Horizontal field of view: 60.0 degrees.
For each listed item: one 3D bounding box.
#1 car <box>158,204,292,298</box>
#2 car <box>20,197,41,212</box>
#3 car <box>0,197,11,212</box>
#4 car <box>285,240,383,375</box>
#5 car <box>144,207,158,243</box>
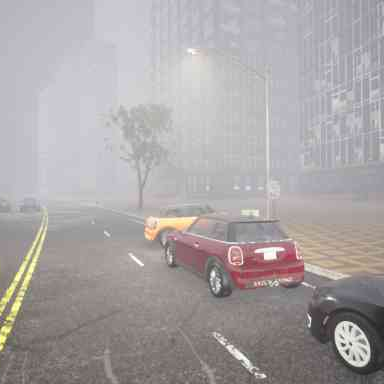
[{"bbox_3d":[0.821,1.355,8.916,2.097,1.767,4.553,0,0,-22],"label":"car"},{"bbox_3d":[-19.073,1.393,39.341,2.097,1.767,4.553,0,0,-24],"label":"car"},{"bbox_3d":[-22.034,1.390,38.001,2.097,1.767,4.553,0,0,-24],"label":"car"},{"bbox_3d":[3.588,1.505,3.462,1.837,1.490,4.892,0,0,-36],"label":"car"},{"bbox_3d":[0.255,1.277,14.581,4.553,1.767,2.097,-3,1,-18],"label":"car"}]
